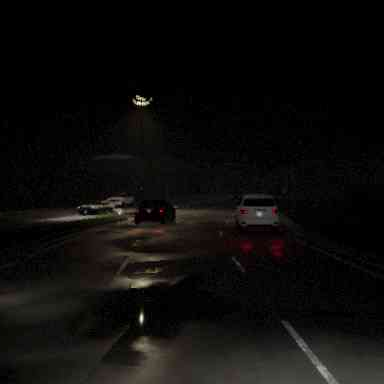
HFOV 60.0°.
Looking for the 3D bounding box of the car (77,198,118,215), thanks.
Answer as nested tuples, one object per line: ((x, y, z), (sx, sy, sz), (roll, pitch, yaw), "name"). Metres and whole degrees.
((-9.439, 1.535, 32.958), (1.895, 1.301, 4.718), (0, 0, 11), "car")

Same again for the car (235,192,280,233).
((3.799, 1.181, 19.660), (2.150, 2.045, 5.566), (0, 0, 7), "car")

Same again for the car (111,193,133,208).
((-10.091, 1.120, 47.713), (2.150, 2.045, 5.566), (0, 0, 11), "car")

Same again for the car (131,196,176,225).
((-2.538, 1.303, 24.122), (2.097, 1.767, 4.553), (0, 0, 8), "car")

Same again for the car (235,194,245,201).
((12.244, 1.355, 84.795), (2.128, 1.511, 4.902), (0, 0, 11), "car")

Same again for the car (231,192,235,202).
((9.345, 1.085, 69.571), (2.150, 2.045, 5.566), (0, 0, 11), "car")
